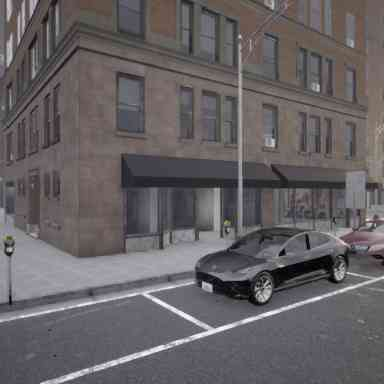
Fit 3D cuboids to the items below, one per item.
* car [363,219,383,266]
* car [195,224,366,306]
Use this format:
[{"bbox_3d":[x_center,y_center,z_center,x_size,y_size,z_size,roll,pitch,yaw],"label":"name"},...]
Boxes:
[{"bbox_3d":[6.540,1.582,11.267,4.206,1.307,1.802,0,0,-36],"label":"car"},{"bbox_3d":[2.077,1.566,8.049,4.313,1.339,1.947,0,0,-36],"label":"car"}]
